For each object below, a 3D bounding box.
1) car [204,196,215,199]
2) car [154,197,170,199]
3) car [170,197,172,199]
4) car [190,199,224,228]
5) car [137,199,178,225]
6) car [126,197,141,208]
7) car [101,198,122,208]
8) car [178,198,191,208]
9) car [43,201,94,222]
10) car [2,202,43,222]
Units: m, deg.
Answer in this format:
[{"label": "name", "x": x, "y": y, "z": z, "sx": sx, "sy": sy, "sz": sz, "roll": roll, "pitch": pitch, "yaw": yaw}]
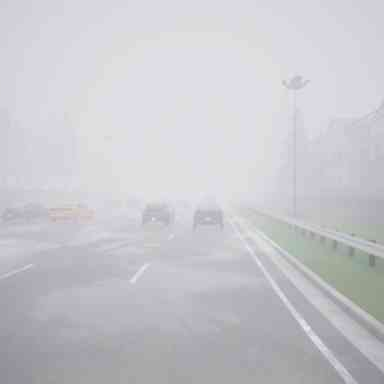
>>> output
[{"label": "car", "x": 2.331, "y": 1.350, "z": 44.942, "sx": 2.097, "sy": 1.767, "sz": 4.553, "roll": 0, "pitch": 0, "yaw": 3}, {"label": "car", "x": -4.699, "y": 1.549, "z": 46.422, "sx": 1.994, "sy": 1.385, "sz": 4.181, "roll": 0, "pitch": 0, "yaw": 3}, {"label": "car", "x": -4.158, "y": 1.532, "z": 56.410, "sx": 2.033, "sy": 1.411, "sz": 5.357, "roll": 0, "pitch": 0, "yaw": 3}, {"label": "car", "x": 1.111, "y": 1.476, "z": 22.403, "sx": 1.882, "sy": 1.535, "sz": 5.008, "roll": 0, "pitch": 0, "yaw": 3}, {"label": "car", "x": -2.319, "y": 1.495, "z": 23.798, "sx": 1.837, "sy": 1.490, "sz": 4.892, "roll": 0, "pitch": -1, "yaw": 3}, {"label": "car", "x": -8.128, "y": 1.486, "z": 47.601, "sx": 1.837, "sy": 1.490, "sz": 4.892, "roll": 0, "pitch": 0, "yaw": 3}, {"label": "car", "x": -11.603, "y": 1.538, "z": 48.125, "sx": 1.994, "sy": 1.385, "sz": 4.181, "roll": 0, "pitch": 0, "yaw": 3}, {"label": "car", "x": -1.146, "y": 1.517, "z": 47.150, "sx": 1.812, "sy": 1.442, "sz": 4.674, "roll": 0, "pitch": 0, "yaw": 3}, {"label": "car", "x": -9.216, "y": 1.458, "z": 25.877, "sx": 1.882, "sy": 1.535, "sz": 5.008, "roll": 0, "pitch": 0, "yaw": 3}, {"label": "car", "x": -12.723, "y": 1.500, "z": 25.835, "sx": 1.812, "sy": 1.442, "sz": 4.674, "roll": 0, "pitch": 0, "yaw": 3}]
